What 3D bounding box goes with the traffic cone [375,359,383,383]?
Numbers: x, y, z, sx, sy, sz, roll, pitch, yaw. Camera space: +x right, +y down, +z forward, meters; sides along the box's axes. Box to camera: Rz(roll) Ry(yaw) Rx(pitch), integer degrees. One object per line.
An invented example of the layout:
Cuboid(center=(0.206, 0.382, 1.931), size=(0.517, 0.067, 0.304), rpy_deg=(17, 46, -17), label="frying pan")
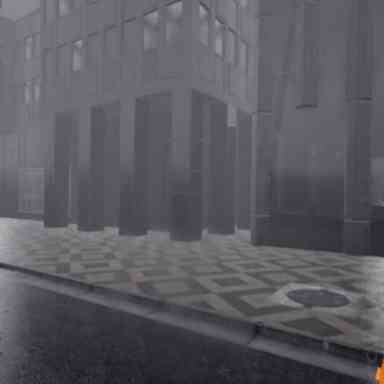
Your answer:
Cuboid(center=(1.870, 1.966, 3.205), size=(0.340, 0.580, 0.340), rpy_deg=(0, 0, 34), label="traffic cone")
